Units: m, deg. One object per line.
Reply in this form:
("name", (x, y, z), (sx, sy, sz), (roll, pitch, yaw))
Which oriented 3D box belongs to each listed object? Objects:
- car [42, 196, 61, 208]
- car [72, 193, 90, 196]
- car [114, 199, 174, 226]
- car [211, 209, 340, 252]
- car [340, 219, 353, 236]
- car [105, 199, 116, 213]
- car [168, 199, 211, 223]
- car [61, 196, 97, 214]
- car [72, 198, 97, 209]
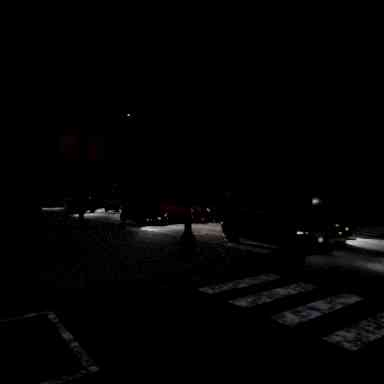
("car", (-20.998, 1.406, 48.143), (1.882, 1.535, 5.008), (0, 0, -36))
("car", (-18.901, 1.129, 56.537), (2.150, 2.045, 5.566), (0, 0, -35))
("car", (-3.527, 1.477, 23.641), (1.837, 1.490, 4.892), (0, 0, -36))
("car", (3.280, 1.482, 14.154), (2.128, 1.511, 4.902), (0, 0, -36))
("car", (5.847, 1.548, 16.996), (1.994, 1.385, 4.181), (0, 0, -45))
("car", (-7.680, 1.475, 35.014), (1.812, 1.442, 4.674), (0, 0, -36))
("car", (-0.542, 1.321, 25.052), (2.097, 1.767, 4.553), (0, 0, -36))
("car", (-11.822, 1.498, 35.202), (2.033, 1.411, 5.357), (0, 0, -36))
("car", (-14.360, 1.534, 44.372), (1.895, 1.301, 4.718), (0, 0, -35))
